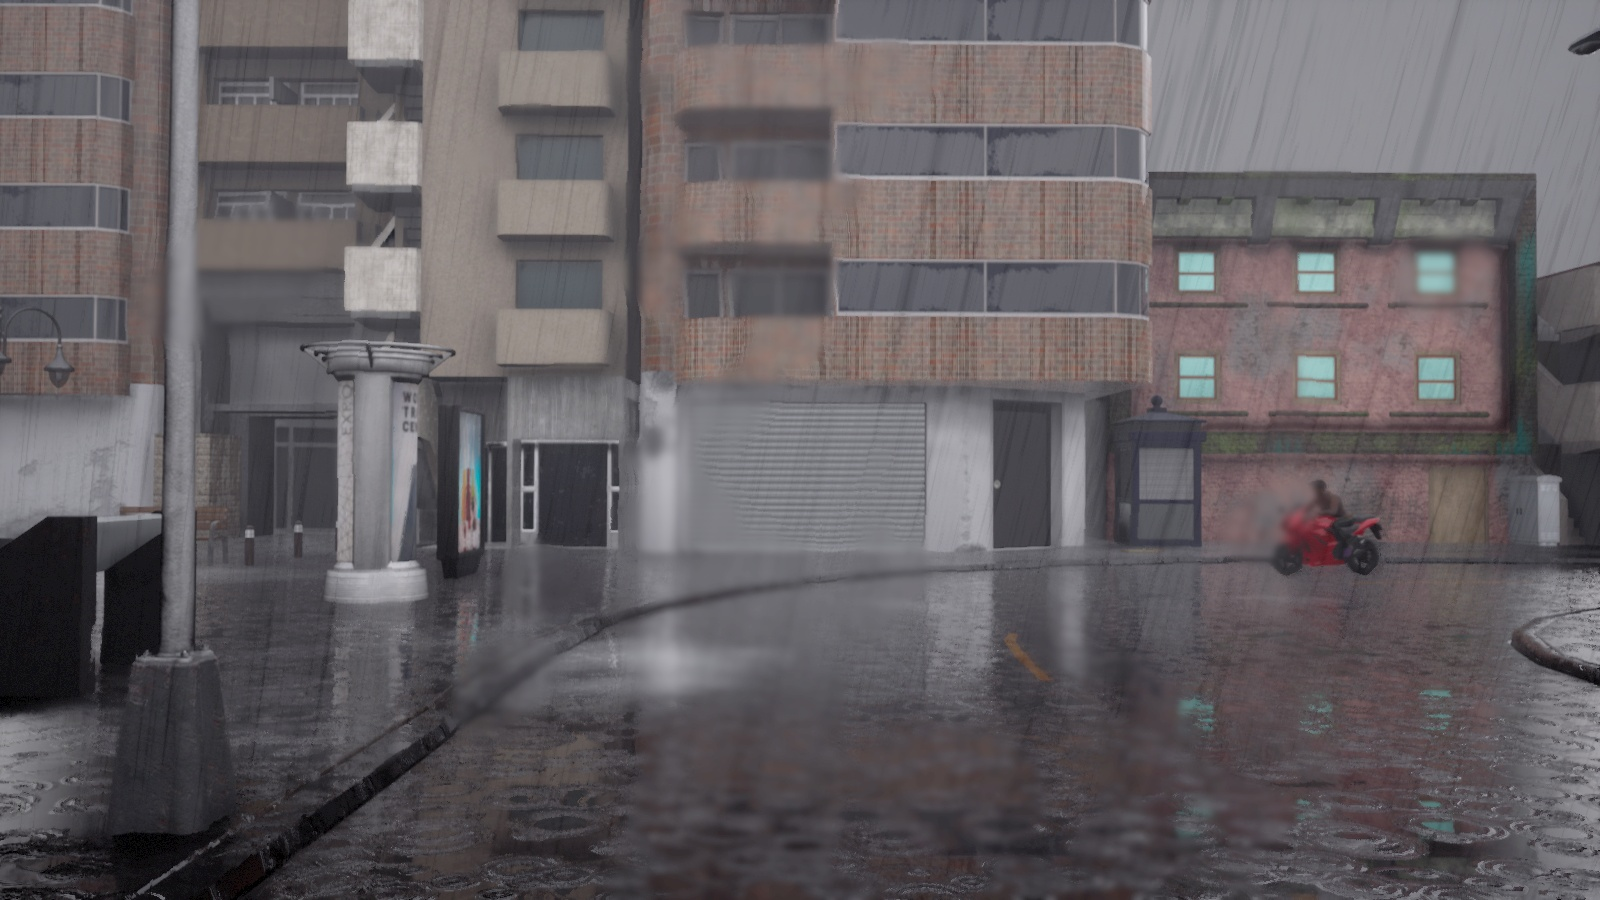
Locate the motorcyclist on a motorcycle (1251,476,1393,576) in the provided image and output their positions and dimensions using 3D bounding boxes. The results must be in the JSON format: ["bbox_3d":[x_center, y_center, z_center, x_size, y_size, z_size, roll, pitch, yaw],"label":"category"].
[{"bbox_3d":[8.332,1.189,20.043,2.044,1.523,0.797,0,0,-17],"label":"motorcyclist on a motorcycle"}]
